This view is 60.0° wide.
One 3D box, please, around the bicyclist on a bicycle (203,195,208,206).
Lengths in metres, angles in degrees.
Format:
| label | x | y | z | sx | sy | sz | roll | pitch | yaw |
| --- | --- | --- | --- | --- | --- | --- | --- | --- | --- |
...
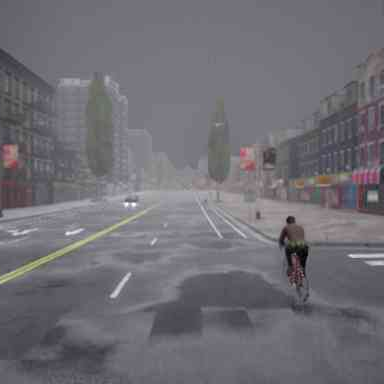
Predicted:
| label | x | y | z | sx | sy | sz | roll | pitch | yaw |
| --- | --- | --- | --- | --- | --- | --- | --- | --- | --- |
| bicyclist on a bicycle | 1.922 | 1.199 | 46.301 | 0.866 | 1.612 | 1.509 | 0 | 1 | -1 |

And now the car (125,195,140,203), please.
| label | x | y | z | sx | sy | sz | roll | pitch | yaw |
| --- | --- | --- | --- | --- | --- | --- | --- | --- | --- |
| car | -10.176 | 1.140 | 56.984 | 1.994 | 1.385 | 4.181 | 0 | 1 | 0 |

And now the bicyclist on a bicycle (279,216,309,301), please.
| label | x | y | z | sx | sy | sz | roll | pitch | yaw |
| --- | --- | --- | --- | --- | --- | --- | --- | --- | --- |
| bicyclist on a bicycle | 2.166 | 1.351 | 7.078 | 0.582 | 1.620 | 1.656 | -1 | 0 | 0 |
